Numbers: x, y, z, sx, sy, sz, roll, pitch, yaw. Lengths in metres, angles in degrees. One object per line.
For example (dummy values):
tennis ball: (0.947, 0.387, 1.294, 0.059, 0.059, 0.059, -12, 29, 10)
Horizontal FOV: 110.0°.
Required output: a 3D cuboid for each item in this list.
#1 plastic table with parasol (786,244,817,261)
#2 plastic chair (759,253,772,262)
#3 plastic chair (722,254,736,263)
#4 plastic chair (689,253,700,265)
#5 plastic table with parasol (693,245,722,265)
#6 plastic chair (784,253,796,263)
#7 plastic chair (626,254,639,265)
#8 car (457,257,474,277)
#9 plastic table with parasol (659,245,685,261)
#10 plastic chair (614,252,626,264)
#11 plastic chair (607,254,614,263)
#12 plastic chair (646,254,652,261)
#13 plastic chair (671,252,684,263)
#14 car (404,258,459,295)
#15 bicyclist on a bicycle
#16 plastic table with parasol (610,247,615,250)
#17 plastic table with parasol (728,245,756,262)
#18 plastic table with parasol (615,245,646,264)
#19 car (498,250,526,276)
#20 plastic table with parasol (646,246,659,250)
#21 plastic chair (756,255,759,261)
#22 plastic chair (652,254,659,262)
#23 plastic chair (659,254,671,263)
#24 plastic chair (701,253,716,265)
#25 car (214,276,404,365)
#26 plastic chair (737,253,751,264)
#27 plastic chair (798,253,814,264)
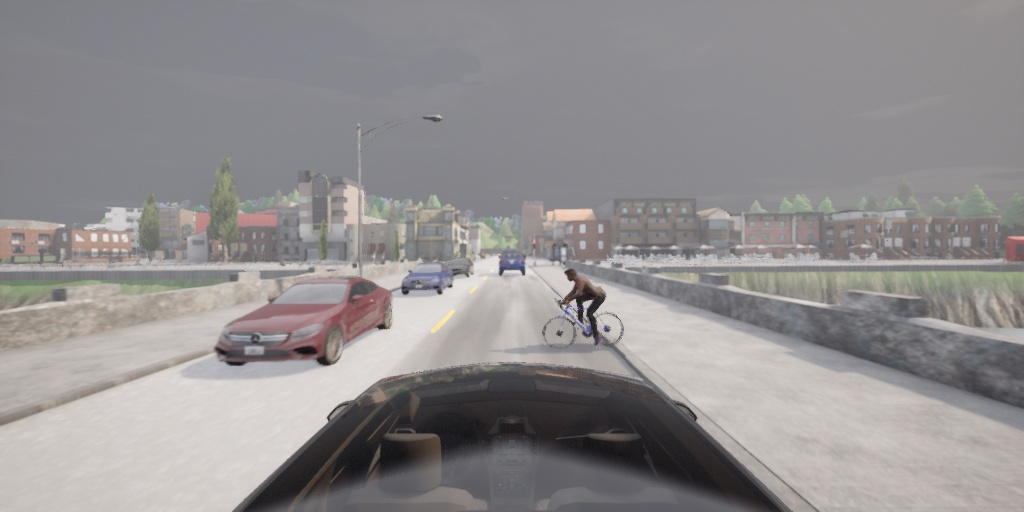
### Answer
plastic table with parasol: (37.771, -0.301, 47.418, 2.482, 2.480, 2.482, 0, 0, 0)
plastic chair: (37.379, 0.222, 52.707, 0.750, 1.272, 0.730, 0, 0, 0)
plastic chair: (29.312, 0.343, 48.502, 0.730, 1.272, 0.750, 0, 0, -1)
plastic chair: (22.582, 0.450, 44.605, 0.730, 1.272, 0.750, 0, 0, 0)
plastic table with parasol: (23.782, -0.161, 44.555, 2.482, 2.480, 2.482, 0, 0, 0)
plastic chair: (36.643, 0.308, 47.505, 0.730, 1.272, 0.750, 0, 0, 0)
plastic chair: (14.982, 0.500, 44.703, 0.750, 1.272, 0.730, 0, 0, 0)
car: (-4.081, 0.862, 28.415, 1.837, 1.490, 4.892, 0, 1, 0)
plastic table with parasol: (22.880, -0.253, 50.754, 2.482, 2.480, 2.482, 0, 0, 0)
plastic chair: (13.882, 0.485, 46.103, 0.730, 1.272, 0.750, 0, 0, 0)
plastic chair: (14.679, 0.357, 53.902, 0.730, 1.272, 0.750, 0, 0, 0)
plastic chair: (21.310, 0.269, 56.599, 0.730, 1.272, 0.750, 0, 0, -1)
plastic chair: (22.780, 0.373, 49.404, 0.750, 1.272, 0.730, 0, 0, 0)
car: (-4.096, 1.046, 18.069, 1.812, 1.442, 4.674, 0, 1, 0)
bicyclist on a bicycle: (1.401, 1.054, 7.234, 1.656, 1.620, 0.582, -5, 1, 0)
plastic table with parasol: (15.899, -0.253, 53.782, 2.482, 2.480, 2.482, 0, 0, 0)
plastic table with parasol: (30.491, -0.267, 48.386, 2.482, 2.480, 2.482, 0, 0, 0)
plastic table with parasol: (15.152, -0.125, 45.963, 2.482, 2.480, 2.482, 0, 0, 0)
car: (0.017, 0.523, 30.176, 2.150, 2.045, 5.566, 0, 1, 1)
plastic table with parasol: (22.488, -0.344, 56.673, 2.482, 2.480, 2.482, 0, 0, 0)
plastic chair: (36.267, 0.207, 54.106, 0.730, 1.272, 0.750, 0, 0, 0)
plastic chair: (22.479, 0.284, 55.204, 0.750, 1.272, 0.730, 0, 0, 0)
plastic chair: (21.680, 0.358, 50.804, 0.730, 1.272, 0.750, 0, 0, 0)
plastic chair: (23.682, 0.465, 43.205, 0.750, 1.272, 0.730, 0, 0, 0)
car: (-4.086, 1.204, 7.996, 1.812, 1.442, 4.674, 0, 1, 0)
plastic chair: (30.481, 0.357, 47.106, 0.750, 1.272, 0.730, 0, 0, 0)
plastic chair: (37.781, 0.323, 46.108, 0.750, 1.272, 0.730, 0, 0, 0)
